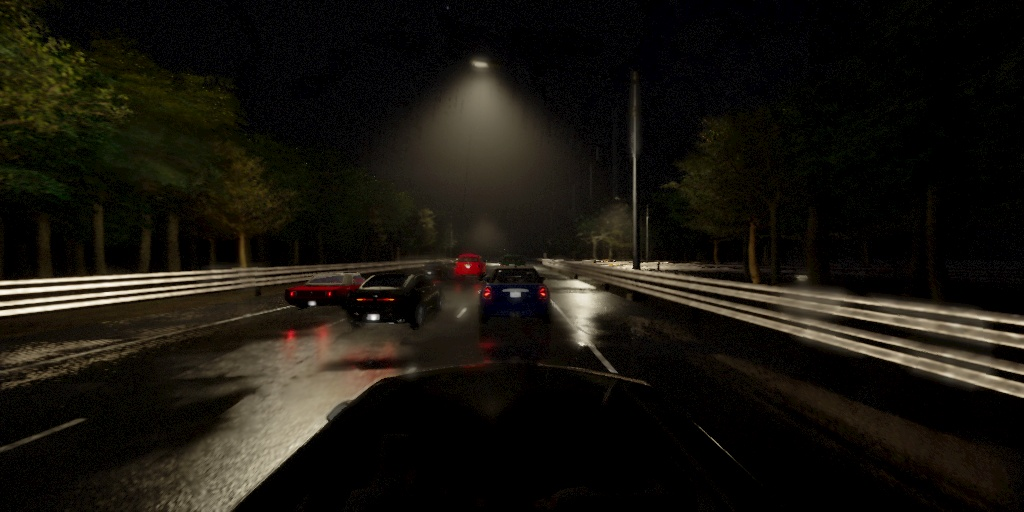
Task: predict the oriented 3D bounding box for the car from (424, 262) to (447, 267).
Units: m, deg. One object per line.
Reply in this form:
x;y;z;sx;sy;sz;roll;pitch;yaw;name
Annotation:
-6.918;1.252;32.291;1.812;1.442;4.674;0;0;0;car

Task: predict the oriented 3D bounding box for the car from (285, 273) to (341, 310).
-6.900;1.344;14.603;1.895;1.301;4.718;0;0;0;car

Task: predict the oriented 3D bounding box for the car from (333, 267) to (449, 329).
-3.400;1.251;11.228;1.837;1.490;4.892;0;0;0;car

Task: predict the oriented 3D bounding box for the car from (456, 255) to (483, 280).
-3.405;0.950;30.472;2.150;2.045;5.566;0;0;0;car

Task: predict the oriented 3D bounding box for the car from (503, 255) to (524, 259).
0.093;0.950;30.475;2.150;2.045;5.566;0;0;0;car

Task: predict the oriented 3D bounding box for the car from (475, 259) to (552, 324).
0.099;1.098;12.161;2.097;1.767;4.553;0;0;0;car

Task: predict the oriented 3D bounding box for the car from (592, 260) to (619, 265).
14.893;1.311;57.476;1.882;1.535;5.008;0;1;-31;car
